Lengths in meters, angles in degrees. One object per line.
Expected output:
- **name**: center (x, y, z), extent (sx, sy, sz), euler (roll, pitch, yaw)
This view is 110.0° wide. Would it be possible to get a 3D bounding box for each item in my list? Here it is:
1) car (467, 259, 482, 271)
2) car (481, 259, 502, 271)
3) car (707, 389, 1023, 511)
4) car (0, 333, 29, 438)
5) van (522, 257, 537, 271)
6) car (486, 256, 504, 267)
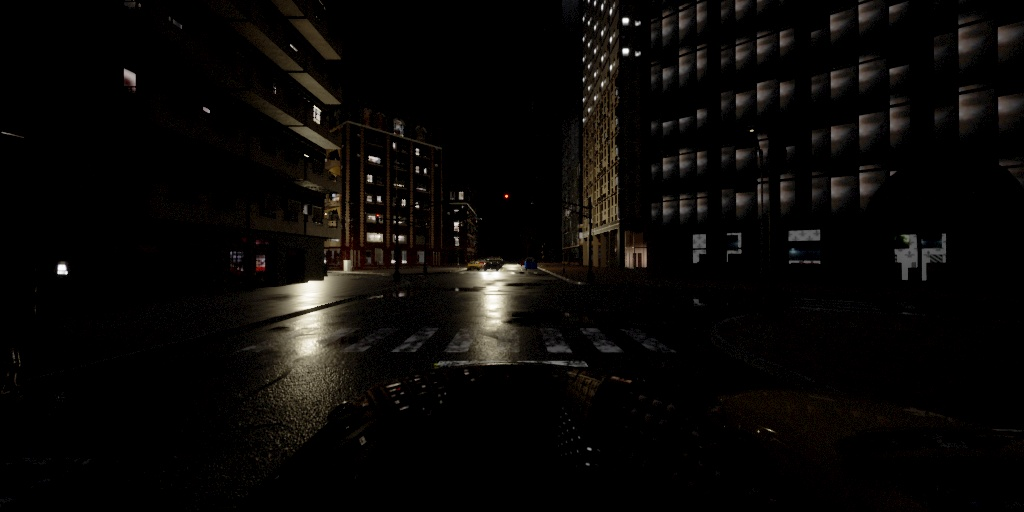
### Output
- **car**: center (-5.271, 1.320, 49.898), extent (1.751, 1.417, 4.829), euler (0, 0, 0)
- **car**: center (-2.804, 1.394, 49.222), extent (1.895, 1.301, 4.718), euler (0, 0, 0)
- **car**: center (2.563, 1.275, 1.237), extent (1.751, 1.417, 4.829), euler (0, 0, 0)
- **car**: center (-5.318, 1.064, 1.069), extent (2.192, 1.841, 5.009), euler (0, 0, 0)
- **van**: center (2.609, 1.136, 50.060), extent (1.690, 1.789, 3.998), euler (0, 0, 0)
- **car**: center (-2.784, 1.036, 59.146), extent (2.150, 2.045, 5.566), euler (0, 0, 0)
